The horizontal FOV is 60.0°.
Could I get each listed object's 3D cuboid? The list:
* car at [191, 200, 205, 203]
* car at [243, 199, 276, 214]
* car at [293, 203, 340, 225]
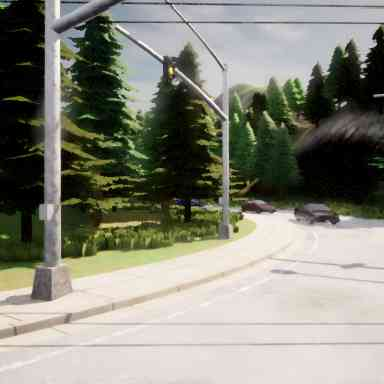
[{"bbox_3d":[-0.118,1.477,47.110,1.882,1.535,5.008,0,0,-36],"label":"car"},{"bbox_3d":[6.906,1.525,34.990,1.812,1.442,4.674,0,0,-22],"label":"car"},{"bbox_3d":[9.025,1.547,24.582,2.033,1.411,5.357,0,0,1],"label":"car"}]
